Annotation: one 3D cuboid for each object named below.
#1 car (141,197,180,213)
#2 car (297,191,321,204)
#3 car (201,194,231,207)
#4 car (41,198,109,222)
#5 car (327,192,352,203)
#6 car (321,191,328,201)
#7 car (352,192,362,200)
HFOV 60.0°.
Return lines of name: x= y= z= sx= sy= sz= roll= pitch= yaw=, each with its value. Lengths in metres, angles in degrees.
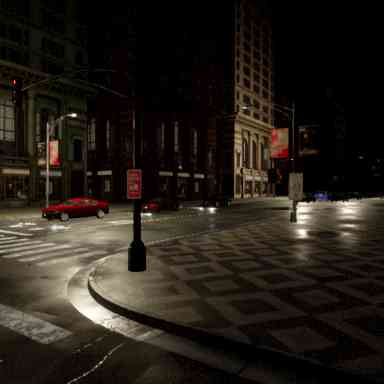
car: x=-3.014 y=1.199 z=31.783 sx=1.994 sy=1.385 sz=4.181 roll=0 pitch=1 yaw=36
car: x=16.189 y=0.861 z=47.265 sx=2.128 sy=1.511 sz=4.902 roll=0 pitch=1 yaw=35
car: x=3.020 y=1.009 z=40.268 sx=1.837 sy=1.490 sz=4.892 roll=0 pitch=1 yaw=35
car: x=-8.379 y=1.231 z=24.233 sx=1.882 sy=1.535 sz=5.008 roll=0 pitch=1 yaw=35
car: x=22.370 y=0.835 z=50.351 sx=1.812 sy=1.442 sz=4.674 roll=0 pitch=1 yaw=36
car: x=22.030 y=0.594 z=55.492 sx=2.097 sy=1.767 sz=4.553 roll=0 pitch=1 yaw=36
car: x=29.524 y=0.677 z=60.429 sx=1.812 sy=1.442 sz=4.674 roll=0 pitch=1 yaw=35
